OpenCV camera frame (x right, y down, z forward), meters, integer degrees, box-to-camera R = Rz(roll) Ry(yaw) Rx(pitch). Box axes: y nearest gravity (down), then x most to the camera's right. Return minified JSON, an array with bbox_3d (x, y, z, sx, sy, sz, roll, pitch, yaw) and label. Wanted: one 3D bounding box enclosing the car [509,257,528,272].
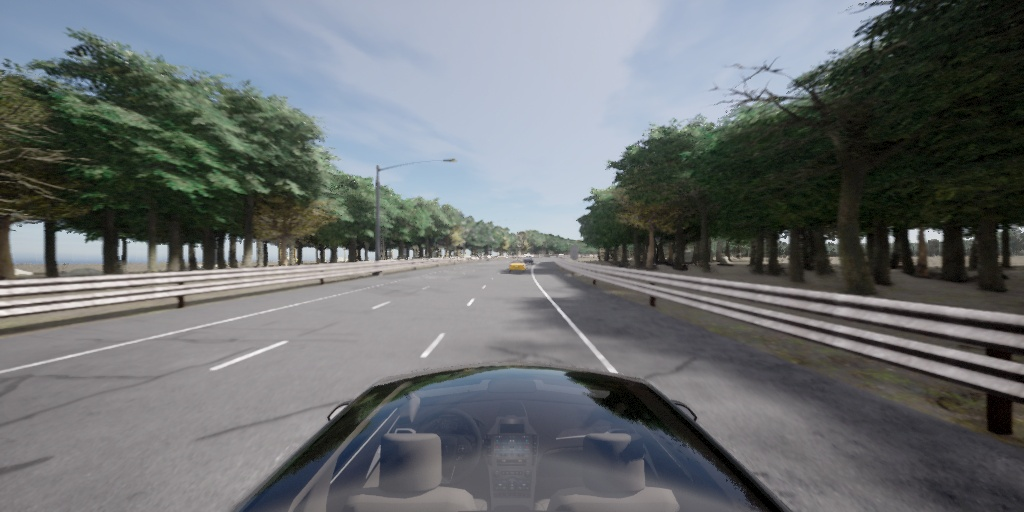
[{"bbox_3d":[0.661,1.011,41.102,1.801,1.575,5.366,0,0,3],"label":"car"}]
